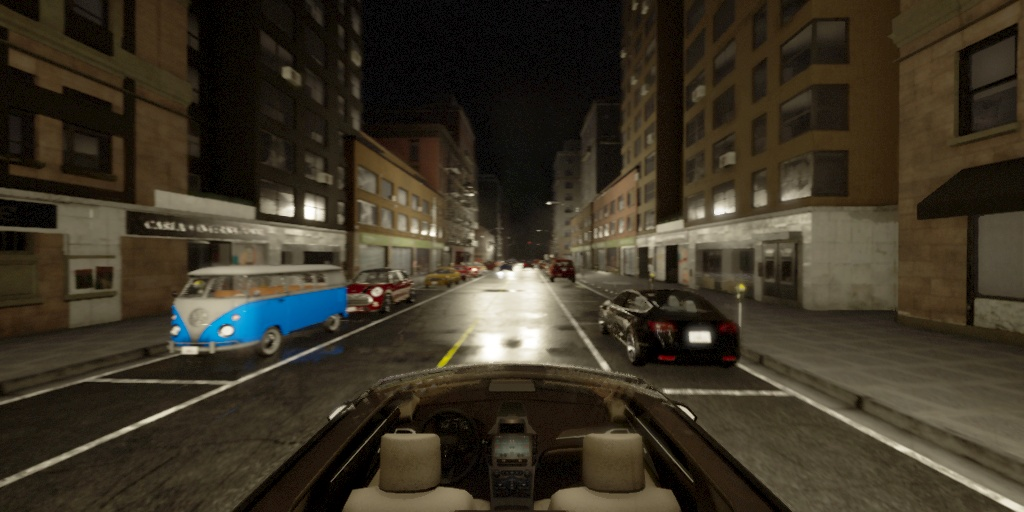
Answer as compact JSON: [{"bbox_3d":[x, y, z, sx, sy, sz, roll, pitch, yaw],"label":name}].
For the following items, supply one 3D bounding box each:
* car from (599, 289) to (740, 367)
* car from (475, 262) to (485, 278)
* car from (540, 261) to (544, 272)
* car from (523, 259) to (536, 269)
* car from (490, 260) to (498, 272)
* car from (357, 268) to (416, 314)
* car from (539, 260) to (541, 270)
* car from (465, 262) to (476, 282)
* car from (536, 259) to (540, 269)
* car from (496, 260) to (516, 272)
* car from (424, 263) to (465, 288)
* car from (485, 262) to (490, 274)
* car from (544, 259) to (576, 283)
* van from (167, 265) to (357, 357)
[{"bbox_3d":[3.114,1.345,7.835,1.948,1.339,4.313,0,0,3],"label":"car"},{"bbox_3d":[-4.177,1.316,35.671,1.967,1.591,4.097,0,0,3],"label":"car"},{"bbox_3d":[4.586,1.480,40.781,2.007,1.370,4.403,0,0,3],"label":"car"},{"bbox_3d":[2.785,1.575,62.202,1.812,1.442,4.674,0,0,3],"label":"car"},{"bbox_3d":[-3.441,1.515,52.144,1.888,1.381,4.507,0,0,3],"label":"car"},{"bbox_3d":[-5.158,1.216,13.707,1.967,1.591,4.097,0,0,3],"label":"car"},{"bbox_3d":[4.831,1.506,46.272,1.888,1.381,4.507,0,0,3],"label":"car"},{"bbox_3d":[-4.422,1.431,30.180,1.802,1.307,4.207,0,0,3],"label":"car"},{"bbox_3d":[5.322,1.466,57.254,1.967,1.591,4.097,0,0,3],"label":"car"},{"bbox_3d":[-0.775,1.577,52.027,1.895,1.301,4.718,0,0,3],"label":"car"},{"bbox_3d":[-4.675,1.348,24.518,1.751,1.417,4.829,0,0,3],"label":"car"},{"bbox_3d":[-3.939,1.431,40.991,1.751,1.417,4.829,0,0,3],"label":"car"},{"bbox_3d":[4.095,1.187,29.799,2.192,1.841,5.009,0,0,3],"label":"car"},{"bbox_3d":[-5.403,1.097,8.215,1.690,1.789,3.998,0,0,3],"label":"van"}]
